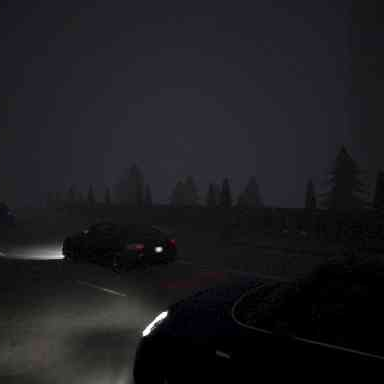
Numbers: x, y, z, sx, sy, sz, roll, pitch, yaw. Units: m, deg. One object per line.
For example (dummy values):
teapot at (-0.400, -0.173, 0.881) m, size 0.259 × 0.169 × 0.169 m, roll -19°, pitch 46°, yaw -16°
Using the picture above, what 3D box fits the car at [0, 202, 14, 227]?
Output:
car at (-14.199, 1.508, 23.691) m, size 2.097 × 1.767 × 4.553 m, roll 0°, pitch 0°, yaw -37°

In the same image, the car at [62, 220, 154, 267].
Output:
car at (-2.441, 1.621, 10.796) m, size 4.181 × 1.385 × 1.994 m, roll 0°, pitch 0°, yaw 41°

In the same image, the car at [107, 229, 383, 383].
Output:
car at (1.600, 1.366, 3.009) m, size 4.553 × 1.767 × 2.097 m, roll 0°, pitch 0°, yaw 35°
